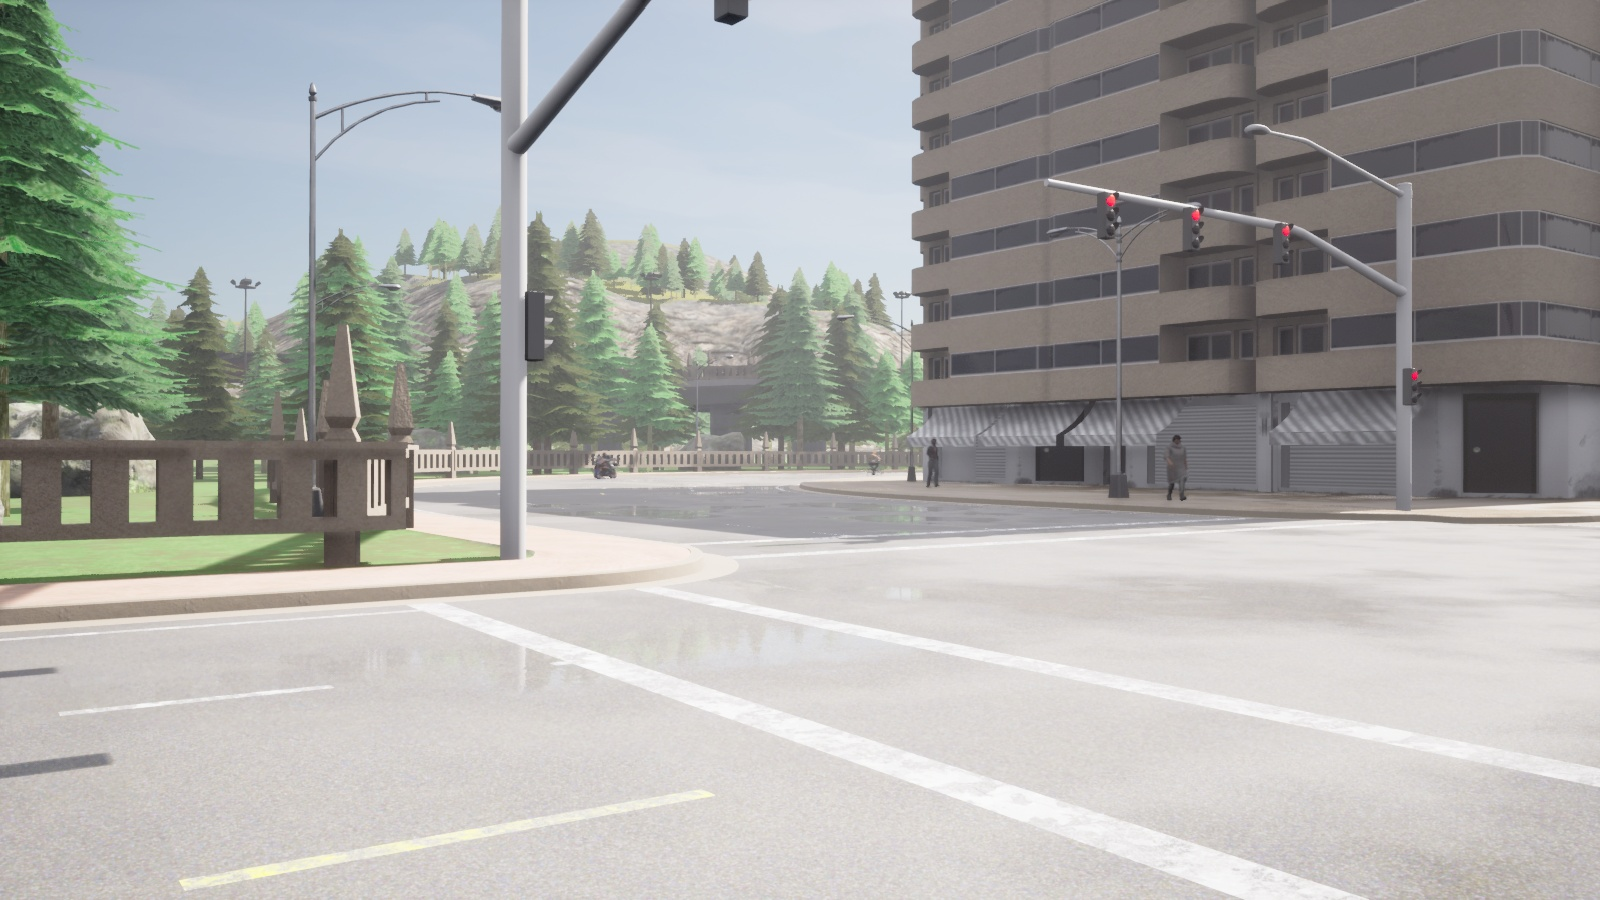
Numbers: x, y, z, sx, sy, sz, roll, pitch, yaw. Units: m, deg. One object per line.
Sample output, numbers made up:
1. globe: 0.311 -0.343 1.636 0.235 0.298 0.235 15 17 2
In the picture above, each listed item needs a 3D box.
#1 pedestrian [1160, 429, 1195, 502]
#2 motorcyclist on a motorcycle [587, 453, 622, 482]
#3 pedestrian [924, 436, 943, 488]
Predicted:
1. pedestrian: 10.232 0.405 34.050 0.659 1.952 0.873 0 0 -4
2. motorcyclist on a motorcycle: -10.549 0.913 67.857 0.866 1.530 2.191 0 0 21
3. pedestrian: 4.959 0.447 46.614 0.402 1.930 0.666 0 0 -28
